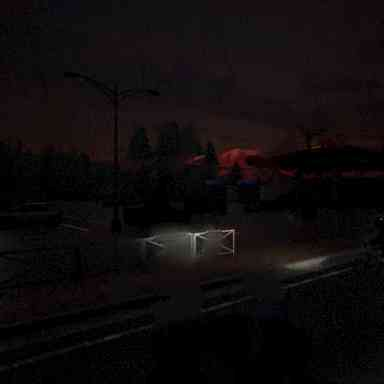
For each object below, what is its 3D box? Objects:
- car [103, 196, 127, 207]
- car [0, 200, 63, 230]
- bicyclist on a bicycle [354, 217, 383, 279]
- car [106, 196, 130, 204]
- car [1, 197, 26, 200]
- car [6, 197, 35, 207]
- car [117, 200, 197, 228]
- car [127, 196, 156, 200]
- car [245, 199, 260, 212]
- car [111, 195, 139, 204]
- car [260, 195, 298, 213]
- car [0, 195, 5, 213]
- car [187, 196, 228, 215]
[{"bbox_3d":[-11.865,1.511,51.495,3.633,1.501,1.845,0,0,-38],"label":"car"},{"bbox_3d":[-10.027,1.424,20.256,3.806,1.475,1.970,0,0,-38],"label":"car"},{"bbox_3d":[4.855,1.455,8.323,0.582,1.620,1.656,0,-2,-38],"label":"bicyclist on a bicycle"},{"bbox_3d":[-15.103,1.531,67.990,4.514,1.523,2.007,0,0,-38],"label":"car"},{"bbox_3d":[-14.238,1.345,25.109,5.027,1.636,2.152,0,0,-38],"label":"car"},{"bbox_3d":[-27.913,1.576,54.160,3.806,1.475,1.970,0,0,-38],"label":"car"},{"bbox_3d":[-2.219,1.490,21.718,4.514,1.523,2.007,0,0,-38],"label":"car"},{"bbox_3d":[-5.737,1.490,43.602,4.514,1.523,2.007,0,0,-38],"label":"car"},{"bbox_3d":[8.035,1.553,38.614,3.806,1.475,1.970,0,0,-38],"label":"car"},{"bbox_3d":[-13.127,1.522,65.553,5.027,1.636,2.152,0,0,-38],"label":"car"},{"bbox_3d":[9.604,1.269,35.619,3.866,1.878,1.905,0,0,-38],"label":"car"},{"bbox_3d":[-22.127,1.269,35.182,3.866,1.878,1.905,0,0,-38],"label":"car"},{"bbox_3d":[1.383,1.289,33.356,4.605,1.855,1.932,0,0,-38],"label":"car"}]
